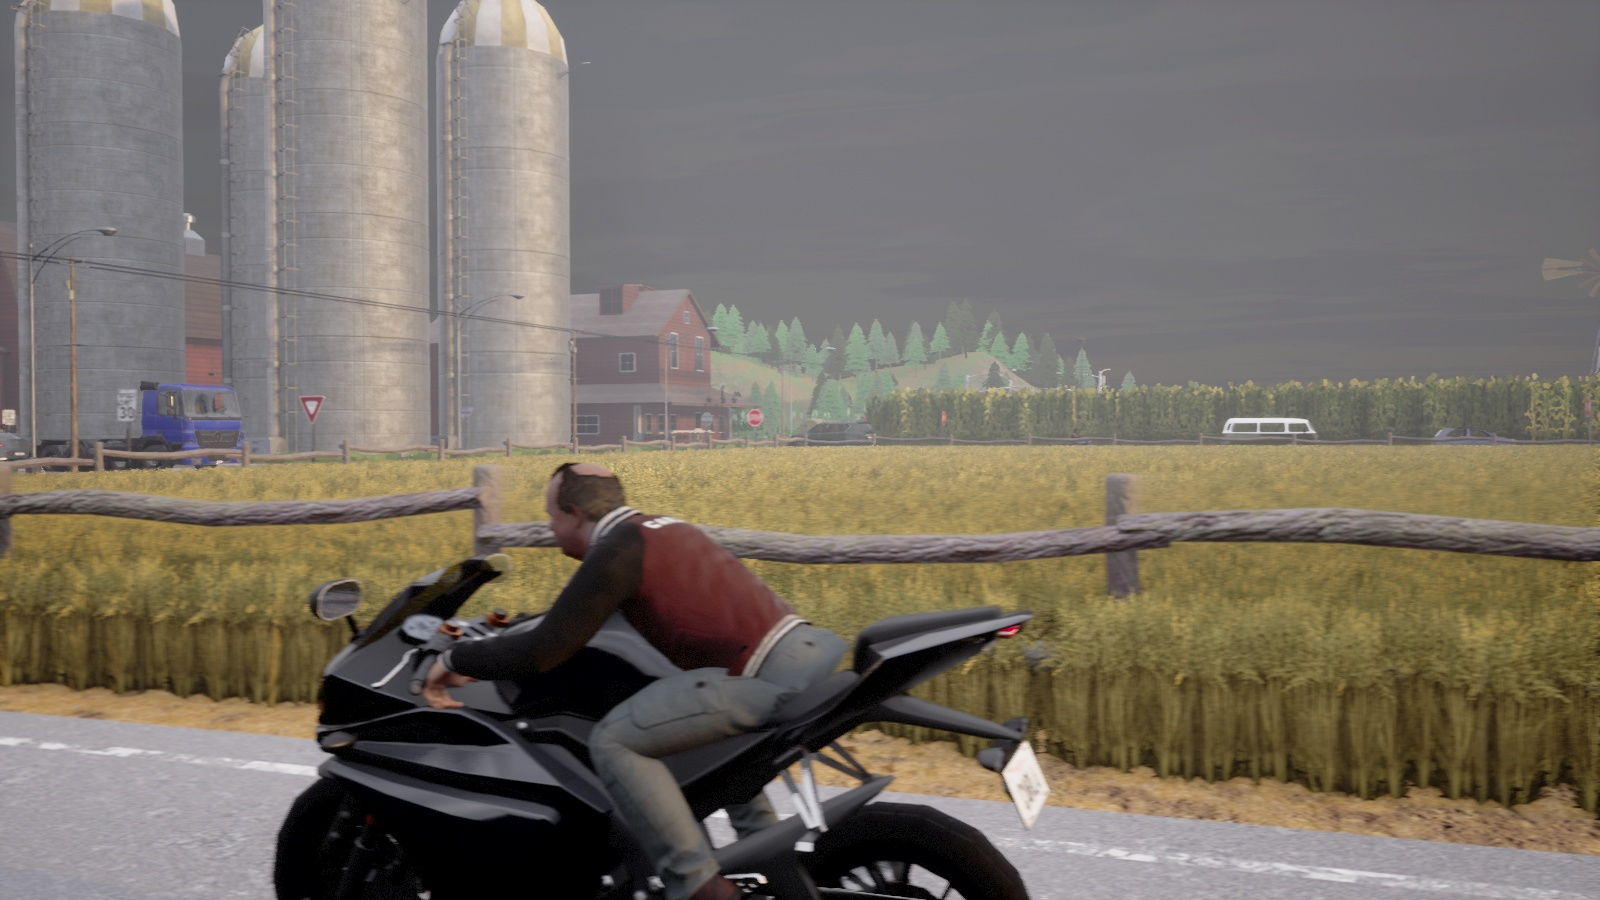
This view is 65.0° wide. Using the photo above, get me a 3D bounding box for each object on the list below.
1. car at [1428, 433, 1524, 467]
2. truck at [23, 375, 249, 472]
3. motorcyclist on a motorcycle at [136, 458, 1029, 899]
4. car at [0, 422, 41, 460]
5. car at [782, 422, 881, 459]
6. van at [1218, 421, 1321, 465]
[{"bbox_3d":[30.421,-0.027,56.629,3.633,1.501,1.845,0,1,22],"label":"car"},{"bbox_3d":[-25.121,-1.011,47.520,7.936,3.462,2.891,1,1,19],"label":"truck"},{"bbox_3d":[-0.564,0.806,3.343,2.191,1.530,0.866,1,1,19],"label":"motorcyclist on a motorcycle"},{"bbox_3d":[-36.320,-0.420,55.488,5.027,1.651,2.152,1,1,21],"label":"car"},{"bbox_3d":[1.784,-0.607,72.362,5.566,2.045,2.150,1,2,40],"label":"car"},{"bbox_3d":[22.378,-0.348,59.873,4.480,2.038,2.069,0,1,22],"label":"van"}]
